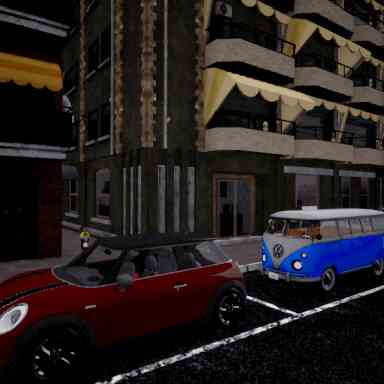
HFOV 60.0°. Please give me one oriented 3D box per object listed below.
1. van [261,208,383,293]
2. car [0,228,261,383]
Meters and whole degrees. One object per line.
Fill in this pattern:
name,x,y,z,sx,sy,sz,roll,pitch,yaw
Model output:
van,3.524,1.343,8.609,3.998,1.788,1.690,0,0,-36
car,-1.108,1.440,5.304,4.097,1.590,1.967,0,0,-36
